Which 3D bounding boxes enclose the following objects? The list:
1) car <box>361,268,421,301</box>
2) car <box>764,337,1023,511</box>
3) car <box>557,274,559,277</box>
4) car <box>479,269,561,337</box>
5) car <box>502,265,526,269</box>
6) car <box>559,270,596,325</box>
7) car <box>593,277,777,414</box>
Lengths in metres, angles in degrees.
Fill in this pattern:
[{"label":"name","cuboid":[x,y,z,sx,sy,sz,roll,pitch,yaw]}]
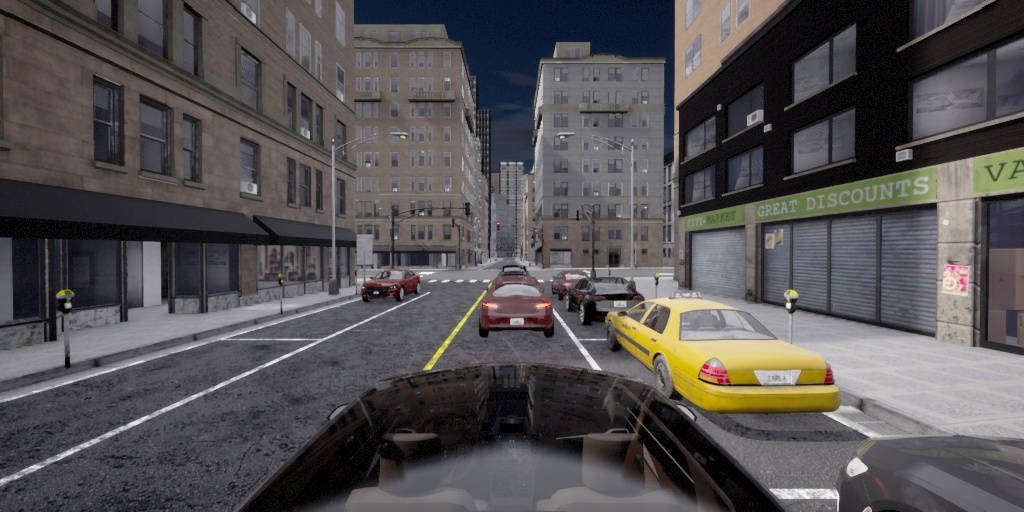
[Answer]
[{"label":"car","cuboid":[-5.656,1.290,17.195,1.888,1.381,4.507,0,0,0]},{"label":"car","cuboid":[2.872,1.301,0.431,2.007,1.370,4.403,0,0,0]},{"label":"car","cuboid":[2.889,1.327,17.189,1.802,1.307,4.207,0,0,0]},{"label":"car","cuboid":[0.102,1.273,10.167,1.812,1.442,4.674,0,0,0]},{"label":"car","cuboid":[0.116,1.248,20.446,1.837,1.490,4.892,0,0,0]},{"label":"car","cuboid":[2.884,1.313,11.603,1.948,1.339,4.313,0,0,0]},{"label":"car","cuboid":[2.878,1.274,6.187,1.751,1.417,4.829,0,0,0]}]
